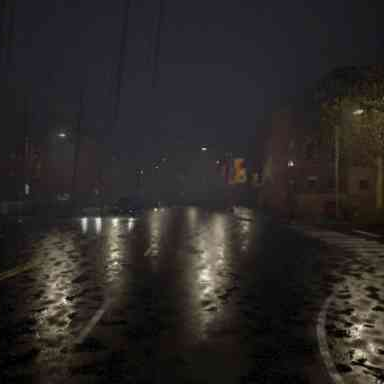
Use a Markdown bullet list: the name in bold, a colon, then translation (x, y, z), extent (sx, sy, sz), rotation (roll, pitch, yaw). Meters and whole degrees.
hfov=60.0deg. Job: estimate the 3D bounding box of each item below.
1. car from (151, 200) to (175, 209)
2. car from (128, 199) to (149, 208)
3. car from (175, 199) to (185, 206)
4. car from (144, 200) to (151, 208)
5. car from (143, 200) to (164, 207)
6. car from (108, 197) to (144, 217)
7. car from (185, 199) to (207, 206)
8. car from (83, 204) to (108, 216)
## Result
- **car**: translation (-4.913, 2.087, 55.842), extent (1.994, 1.385, 4.181), rotation (0, -1, 16)
- **car**: translation (-9.898, 2.100, 61.978), extent (2.002, 1.452, 4.674), rotation (0, -1, 20)
- **car**: translation (-2.922, 2.203, 69.496), extent (1.994, 1.385, 4.181), rotation (0, -1, 30)
- **car**: translation (-8.811, 2.040, 54.856), extent (1.812, 1.442, 4.674), rotation (0, -1, 14)
- **car**: translation (-7.734, 2.225, 67.283), extent (1.895, 1.301, 4.718), rotation (0, -1, 30)
- **car**: translation (-7.067, 1.561, 36.281), extent (2.150, 2.045, 5.566), rotation (0, 0, 0)
- **car**: translation (1.138, 2.239, 69.404), extent (1.895, 1.301, 4.718), rotation (0, -1, 33)
- **car**: translation (-10.545, 1.948, 37.022), extent (1.895, 1.301, 4.718), rotation (0, -1, 1)
